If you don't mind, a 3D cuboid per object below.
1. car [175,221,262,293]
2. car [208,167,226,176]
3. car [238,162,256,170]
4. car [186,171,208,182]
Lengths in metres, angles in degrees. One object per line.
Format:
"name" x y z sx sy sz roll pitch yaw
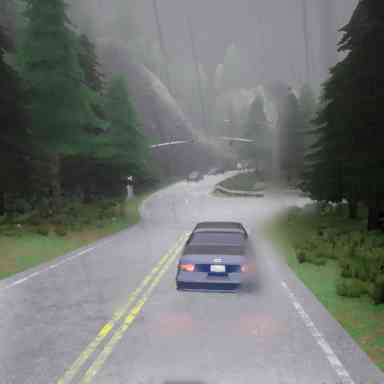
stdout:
"car" 0.726 1.497 8.876 2.033 1.411 5.357 0 0 5
"car" 4.634 -4.049 63.645 2.128 1.511 4.902 4 10 36
"car" 11.873 -5.480 71.019 4.892 1.490 1.837 -9 9 -36
"car" 0.563 -2.569 55.102 1.837 1.490 4.892 2 10 19
